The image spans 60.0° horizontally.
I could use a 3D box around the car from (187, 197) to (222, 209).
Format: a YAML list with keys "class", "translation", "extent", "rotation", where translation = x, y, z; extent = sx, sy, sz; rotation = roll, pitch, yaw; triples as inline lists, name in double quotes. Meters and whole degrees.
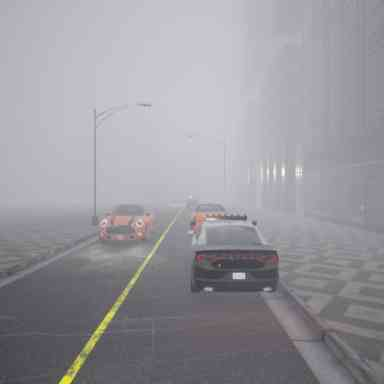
- class: "car"
  translation: [0.938, 1.361, 18.906]
  extent: [2.097, 1.767, 4.553]
  rotation: [0, 0, 0]

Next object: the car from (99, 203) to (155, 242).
- class: "car"
  translation: [-3.065, 1.359, 16.443]
  extent: [2.097, 1.767, 4.553]
  rotation: [0, 0, 0]

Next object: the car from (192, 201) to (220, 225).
- class: "car"
  translation: [0.953, 1.496, 24.936]
  extent: [1.882, 1.535, 5.008]
  rotation: [0, 0, 0]

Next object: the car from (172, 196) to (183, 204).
- class: "car"
  translation: [-2.855, 1.619, 66.208]
  extent: [2.128, 1.511, 4.902]
  rotation: [0, 0, 0]

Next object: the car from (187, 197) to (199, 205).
- class: "car"
  translation: [0.131, 1.601, 60.397]
  extent: [2.128, 1.511, 4.902]
  rotation: [0, 0, 0]

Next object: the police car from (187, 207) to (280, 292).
- class: "police car"
  translation: [0.917, 1.427, 9.045]
  extent: [1.930, 1.638, 5.238]
  rotation: [0, 0, 0]

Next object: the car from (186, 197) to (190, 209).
- class: "car"
  translation: [0.113, 1.667, 46.539]
  extent: [1.895, 1.301, 4.718]
  rotation: [0, 0, 1]
